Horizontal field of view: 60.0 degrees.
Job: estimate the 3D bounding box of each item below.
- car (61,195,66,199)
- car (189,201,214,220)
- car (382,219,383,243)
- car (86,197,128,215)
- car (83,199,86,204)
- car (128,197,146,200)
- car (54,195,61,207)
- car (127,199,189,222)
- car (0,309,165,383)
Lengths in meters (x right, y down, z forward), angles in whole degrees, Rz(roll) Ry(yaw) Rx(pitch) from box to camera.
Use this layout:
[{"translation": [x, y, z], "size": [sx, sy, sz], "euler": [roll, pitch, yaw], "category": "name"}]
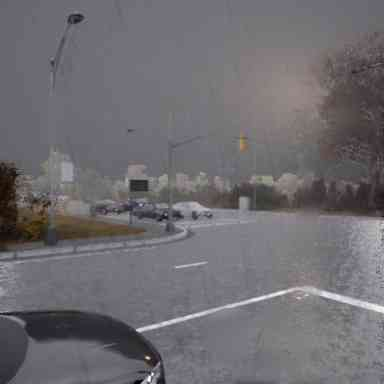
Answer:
[{"translation": [-21.532, 1.273, 56.067], "size": [1.812, 1.442, 4.674], "euler": [0, 0, -39], "category": "car"}, {"translation": [-0.090, 1.559, 29.190], "size": [1.812, 1.442, 4.674], "euler": [0, 0, -39], "category": "car"}, {"translation": [8.413, 1.504, 12.553], "size": [1.882, 1.535, 5.008], "euler": [1, 0, 27], "category": "car"}, {"translation": [-8.933, 1.531, 34.588], "size": [1.837, 1.490, 4.892], "euler": [0, 0, -39], "category": "car"}, {"translation": [-19.390, 1.592, 64.627], "size": [2.033, 1.411, 5.357], "euler": [0, 0, -38], "category": "car"}, {"translation": [-5.696, 1.385, 36.149], "size": [2.097, 1.767, 4.553], "euler": [0, 0, -39], "category": "car"}, {"translation": [-22.855, 1.250, 52.086], "size": [2.150, 2.045, 5.566], "euler": [0, -1, -38], "category": "car"}, {"translation": [-2.876, 1.574, 27.036], "size": [2.033, 1.411, 5.357], "euler": [0, 0, -39], "category": "car"}, {"translation": [-2.443, 1.490, 2.003], "size": [4.902, 1.511, 2.128], "euler": [0, 0, -35], "category": "car"}]
